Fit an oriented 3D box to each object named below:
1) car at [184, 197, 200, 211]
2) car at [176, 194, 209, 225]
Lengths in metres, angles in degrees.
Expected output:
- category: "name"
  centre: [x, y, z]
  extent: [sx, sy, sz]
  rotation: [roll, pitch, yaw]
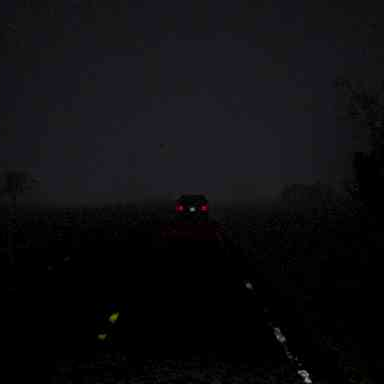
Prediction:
- category: "car"
  centre: [-0.024, 1.400, 40.764]
  extent: [1.882, 1.535, 5.008]
  rotation: [0, 0, 0]
- category: "car"
  centre: [0.027, 1.172, 23.370]
  extent: [2.150, 2.045, 5.566]
  rotation: [0, 0, 0]
